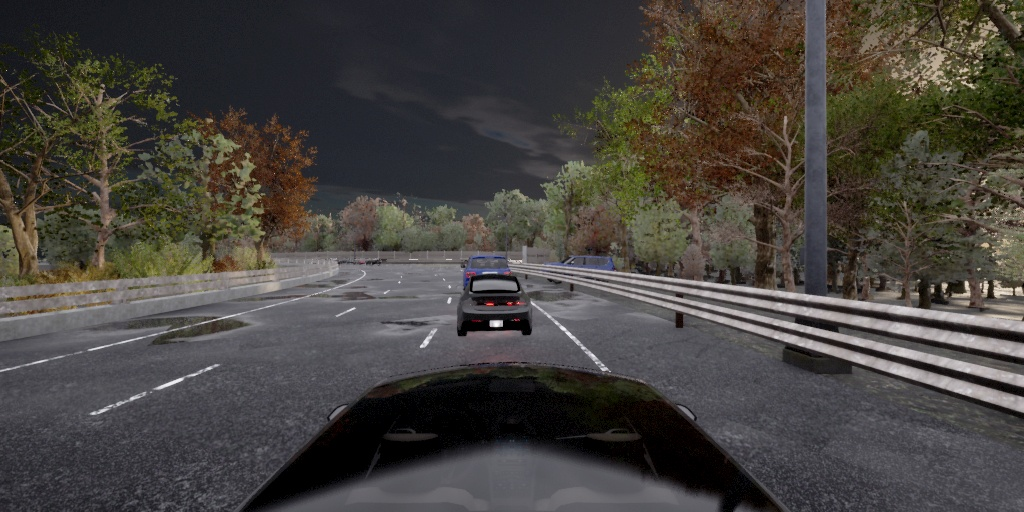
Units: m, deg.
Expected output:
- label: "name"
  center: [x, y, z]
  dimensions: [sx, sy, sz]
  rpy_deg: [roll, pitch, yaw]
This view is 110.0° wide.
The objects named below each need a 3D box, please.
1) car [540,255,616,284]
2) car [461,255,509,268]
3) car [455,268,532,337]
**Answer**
- label: "car"
  center: [4.826, 0.955, 26.173]
  dimensions: [5.566, 2.045, 2.150]
  rpy_deg: [3, 1, -8]
- label: "car"
  center: [-1.330, 0.971, 17.856]
  dimensions: [2.150, 2.045, 5.566]
  rpy_deg: [0, 0, -8]
- label: "car"
  center: [-0.558, 1.255, 10.375]
  dimensions: [1.837, 1.490, 4.892]
  rpy_deg: [0, 0, -5]
